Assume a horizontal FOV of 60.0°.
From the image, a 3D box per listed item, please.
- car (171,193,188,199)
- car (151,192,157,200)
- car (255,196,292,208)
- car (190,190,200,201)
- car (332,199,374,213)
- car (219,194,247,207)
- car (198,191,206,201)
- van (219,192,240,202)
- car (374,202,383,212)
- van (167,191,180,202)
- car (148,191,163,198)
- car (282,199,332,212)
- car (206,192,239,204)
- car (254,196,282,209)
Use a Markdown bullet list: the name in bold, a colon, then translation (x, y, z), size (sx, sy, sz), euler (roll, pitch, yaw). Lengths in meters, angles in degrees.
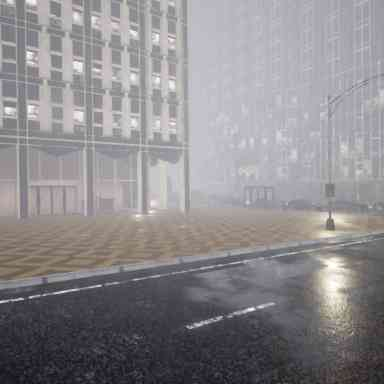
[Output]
- **car**: translation (-2.863, 0.936, 73.976), size (1.802, 1.307, 4.206), euler (0, 1, -34)
- **car**: translation (-9.794, 1.039, 69.266), size (2.008, 1.369, 4.403), euler (0, 1, -34)
- **car**: translation (10.675, 1.275, 43.745), size (1.812, 1.442, 4.674), euler (-1, 1, -34)
- **car**: translation (-0.041, 0.701, 65.192), size (2.150, 2.045, 5.566), euler (-1, 1, -34)
- **car**: translation (16.413, 1.405, 35.308), size (1.994, 1.385, 4.181), euler (-1, 1, -34)
- **car**: translation (6.138, 1.319, 45.736), size (1.947, 1.339, 4.313), euler (0, 1, -34)
- **car**: translation (3.528, 1.043, 64.575), size (1.802, 1.307, 4.206), euler (0, 1, -34)
- **van**: translation (6.723, 0.855, 59.872), size (1.690, 1.788, 3.998), euler (0, 1, -34)
- **car**: translation (21.149, 1.328, 34.039), size (1.837, 1.490, 4.892), euler (-1, 1, -34)
- **van**: translation (-3.402, 0.937, 59.863), size (1.690, 1.788, 3.998), euler (0, 1, -34)
- **car**: translation (-9.254, 0.686, 83.374), size (1.967, 1.590, 4.097), euler (0, 1, -34)
- **car**: translation (12.467, 1.423, 36.291), size (1.947, 1.339, 4.313), euler (0, 1, -34)
- **car**: translation (4.851, 1.159, 52.339), size (1.837, 1.490, 4.892), euler (-1, 1, -34)
- **car**: translation (9.285, 1.388, 41.003), size (1.802, 1.307, 4.206), euler (0, 1, -34)
